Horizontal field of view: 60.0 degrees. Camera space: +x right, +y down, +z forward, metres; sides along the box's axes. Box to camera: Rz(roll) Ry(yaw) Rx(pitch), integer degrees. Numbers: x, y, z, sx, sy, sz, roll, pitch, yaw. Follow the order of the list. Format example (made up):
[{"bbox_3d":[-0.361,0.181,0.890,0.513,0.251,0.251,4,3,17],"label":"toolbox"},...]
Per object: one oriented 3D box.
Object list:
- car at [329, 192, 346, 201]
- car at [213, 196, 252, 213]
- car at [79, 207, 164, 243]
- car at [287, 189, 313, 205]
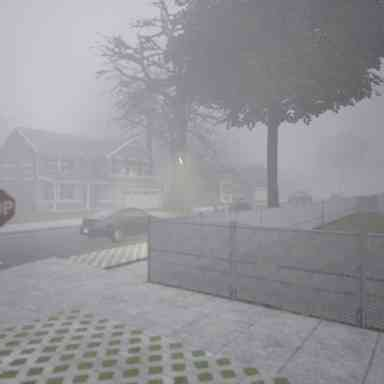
[{"bbox_3d":[22.871,0.814,52.185,1.837,1.490,4.892,2,2,35],"label":"car"},{"bbox_3d":[3.748,1.144,30.244,2.128,1.511,4.902,2,2,35],"label":"car"},{"bbox_3d":[-3.067,1.412,15.678,1.812,1.442,4.674,2,1,35],"label":"car"},{"bbox_3d":[14.997,0.678,45.973,2.150,2.045,5.566,2,2,35],"label":"car"}]
